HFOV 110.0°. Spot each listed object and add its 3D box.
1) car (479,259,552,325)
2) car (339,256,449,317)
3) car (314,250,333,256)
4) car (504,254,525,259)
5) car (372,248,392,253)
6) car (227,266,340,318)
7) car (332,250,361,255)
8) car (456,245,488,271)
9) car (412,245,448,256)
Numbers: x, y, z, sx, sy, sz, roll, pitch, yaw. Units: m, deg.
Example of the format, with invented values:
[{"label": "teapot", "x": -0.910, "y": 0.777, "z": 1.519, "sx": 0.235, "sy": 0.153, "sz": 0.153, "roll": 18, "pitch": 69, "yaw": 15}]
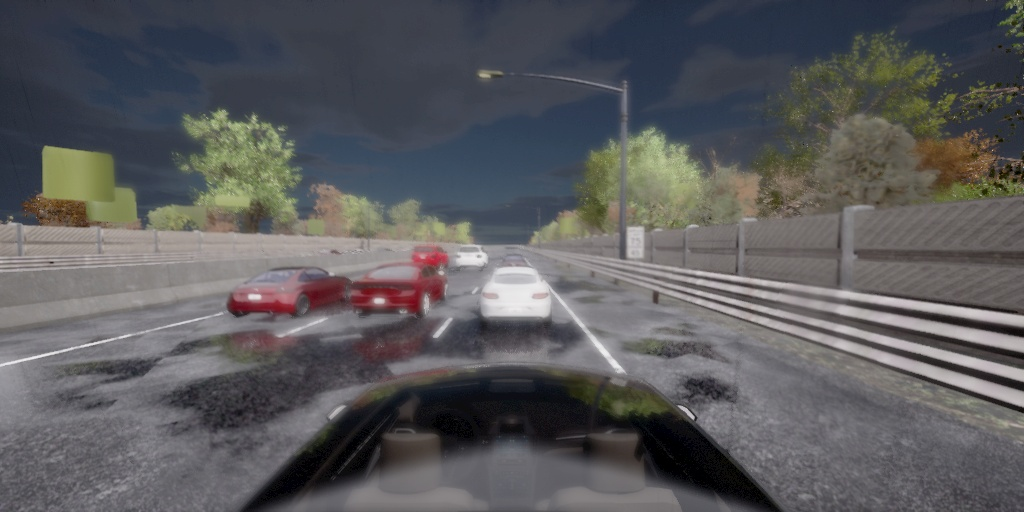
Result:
[{"label": "car", "x": 0.108, "y": 1.013, "z": 10.571, "sx": 1.812, "sy": 1.442, "sz": 4.674, "roll": 0, "pitch": 2, "yaw": 1}, {"label": "car", "x": -3.381, "y": 0.934, "z": 11.689, "sx": 1.882, "sy": 1.535, "sz": 5.008, "roll": 0, "pitch": 2, "yaw": 1}, {"label": "car", "x": -24.323, "y": -0.048, "z": 47.374, "sx": 1.812, "sy": 1.442, "sz": 4.674, "roll": 0, "pitch": 1, "yaw": 1}, {"label": "car", "x": 0.175, "y": 0.585, "z": 25.898, "sx": 2.033, "sy": 1.411, "sz": 5.357, "roll": 0, "pitch": 2, "yaw": 1}, {"label": "car", "x": -17.326, "y": -0.233, "z": 47.635, "sx": 2.097, "sy": 1.767, "sz": 4.553, "roll": 0, "pitch": 2, "yaw": 1}, {"label": "car", "x": -6.882, "y": 1.023, "z": 11.649, "sx": 1.994, "sy": 1.385, "sz": 4.181, "roll": 0, "pitch": 2, "yaw": 1}, {"label": "car", "x": -20.838, "y": 0.052, "z": 46.467, "sx": 1.895, "sy": 1.301, "sz": 4.718, "roll": 0, "pitch": 2, "yaw": 1}, {"label": "car", "x": -3.260, "y": 0.142, "z": 29.922, "sx": 2.150, "sy": 2.045, "sz": 5.566, "roll": 0, "pitch": 2, "yaw": 1}, {"label": "car", "x": -6.764, "y": 0.140, "z": 30.033, "sx": 2.150, "sy": 2.045, "sz": 5.566, "roll": 0, "pitch": 2, "yaw": 1}]
